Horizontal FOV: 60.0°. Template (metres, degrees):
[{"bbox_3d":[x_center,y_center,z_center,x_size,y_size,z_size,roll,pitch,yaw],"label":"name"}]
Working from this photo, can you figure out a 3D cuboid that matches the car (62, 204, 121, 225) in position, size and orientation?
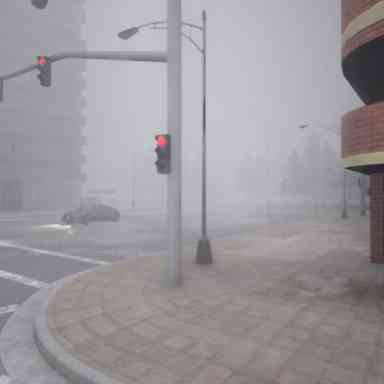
[{"bbox_3d":[-7.234,1.561,24.144,1.994,1.385,4.181,0,0,36],"label":"car"}]
